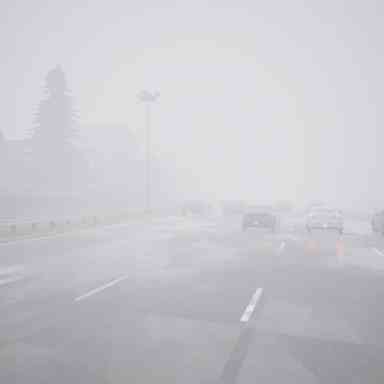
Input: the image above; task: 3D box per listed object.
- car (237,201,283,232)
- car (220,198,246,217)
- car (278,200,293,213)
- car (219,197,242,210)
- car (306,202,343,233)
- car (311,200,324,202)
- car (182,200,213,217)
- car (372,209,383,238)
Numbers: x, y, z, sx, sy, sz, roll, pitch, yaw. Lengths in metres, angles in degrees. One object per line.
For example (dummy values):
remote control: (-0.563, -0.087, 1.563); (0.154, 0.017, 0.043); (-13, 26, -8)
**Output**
car: (4.246, 1.520, 20.194); (1.812, 1.442, 4.674); (0, 0, 19)
car: (4.098, 1.484, 30.275); (2.128, 1.511, 4.902); (0, 0, 19)
car: (9.932, 1.553, 36.268); (1.994, 1.385, 4.181); (0, 0, 19)
car: (5.135, 1.467, 43.705); (1.882, 1.535, 5.008); (0, 0, 19)
car: (7.704, 1.519, 19.472); (1.812, 1.442, 4.674); (0, 0, 19)
car: (12.977, 1.515, 34.383); (1.812, 1.442, 4.674); (0, 0, 20)
car: (0.558, 1.494, 30.760); (1.837, 1.490, 4.892); (0, -1, 19)
car: (10.561, 1.519, 17.058); (1.812, 1.442, 4.674); (0, 0, 19)
